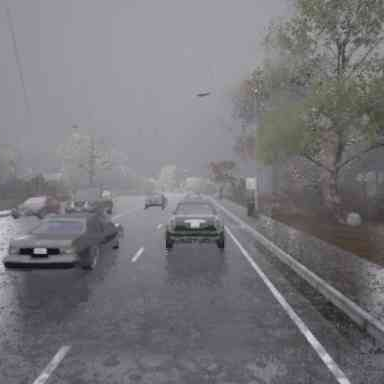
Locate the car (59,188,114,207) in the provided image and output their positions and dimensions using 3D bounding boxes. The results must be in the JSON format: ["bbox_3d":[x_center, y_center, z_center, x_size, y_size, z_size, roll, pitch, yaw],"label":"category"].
[{"bbox_3d":[-7.088,0.715,23.585,2.150,2.045,5.566,0,1,0],"label":"car"}]

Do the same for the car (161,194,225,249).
[{"bbox_3d":[0.106,1.073,13.283,2.097,1.767,4.553,0,1,0],"label":"car"}]

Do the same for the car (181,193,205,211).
[{"bbox_3d":[0.112,0.865,31.362,2.033,1.411,5.357,0,1,0],"label":"car"}]

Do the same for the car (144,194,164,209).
[{"bbox_3d":[-3.393,0.851,32.022,2.033,1.411,5.357,0,1,0],"label":"car"}]

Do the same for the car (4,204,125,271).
[{"bbox_3d":[-3.459,1.340,10.124,2.033,1.411,5.357,0,1,1],"label":"car"}]

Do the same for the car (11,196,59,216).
[{"bbox_3d":[-10.588,1.029,23.093,1.812,1.442,4.674,0,1,0],"label":"car"}]
